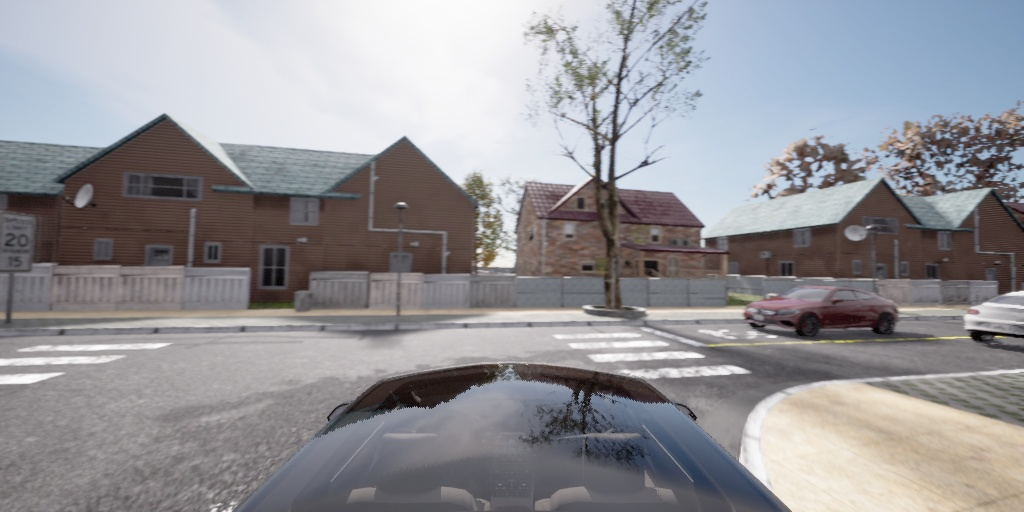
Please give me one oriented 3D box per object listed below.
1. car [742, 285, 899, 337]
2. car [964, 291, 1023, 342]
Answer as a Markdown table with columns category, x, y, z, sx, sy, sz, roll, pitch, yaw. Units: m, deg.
| category | x | y | z | sx | sy | sz | roll | pitch | yaw |
| --- | --- | --- | --- | --- | --- | --- | --- | --- | --- |
| car | 9.739 | 1.650 | 11.331 | 4.674 | 1.442 | 1.812 | 1 | -2 | -12 |
| car | 14.375 | 1.647 | 9.362 | 4.674 | 1.442 | 1.812 | 1 | -2 | -11 |
